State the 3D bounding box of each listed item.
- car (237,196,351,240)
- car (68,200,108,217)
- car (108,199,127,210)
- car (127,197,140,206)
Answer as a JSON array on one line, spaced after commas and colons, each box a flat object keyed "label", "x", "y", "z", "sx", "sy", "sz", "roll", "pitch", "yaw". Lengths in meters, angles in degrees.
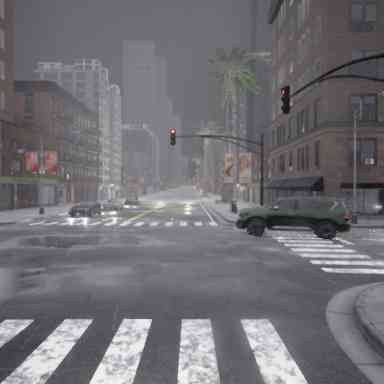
[{"label": "car", "x": 5.133, "y": 1.242, "z": 17.134, "sx": 5.566, "sy": 2.045, "sz": 2.150, "roll": 1, "pitch": 1, "yaw": 12}, {"label": "car", "x": -9.857, "y": 1.531, "z": 31.448, "sx": 2.033, "sy": 1.411, "sz": 5.357, "roll": 0, "pitch": 0, "yaw": 0}, {"label": "car", "x": -9.860, "y": 1.577, "z": 41.464, "sx": 1.895, "sy": 1.301, "sz": 4.718, "roll": 0, "pitch": 0, "yaw": 0}, {"label": "car", "x": -9.843, "y": 1.522, "z": 54.778, "sx": 1.994, "sy": 1.385, "sz": 4.181, "roll": 0, "pitch": 0, "yaw": 1}]
